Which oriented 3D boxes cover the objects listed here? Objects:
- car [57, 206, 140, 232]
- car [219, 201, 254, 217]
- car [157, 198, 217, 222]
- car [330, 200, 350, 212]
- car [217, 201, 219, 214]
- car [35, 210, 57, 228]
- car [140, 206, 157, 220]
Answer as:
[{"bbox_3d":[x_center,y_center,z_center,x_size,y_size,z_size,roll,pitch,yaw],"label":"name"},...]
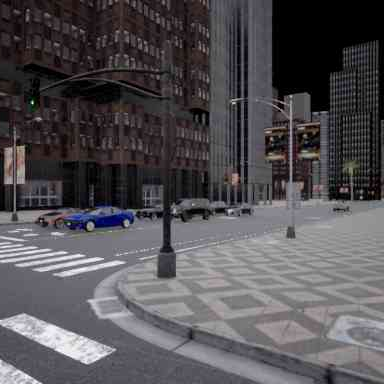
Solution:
[{"bbox_3d":[-6.095,1.717,22.365,1.882,1.535,5.008,0,-1,35],"label":"car"},{"bbox_3d":[5.610,2.026,38.945,2.128,1.511,4.902,0,-1,35],"label":"car"},{"bbox_3d":[-0.318,1.606,30.556,2.150,2.045,5.566,0,-1,35],"label":"car"},{"bbox_3d":[24.186,2.430,53.682,2.033,1.411,5.357,0,-1,34],"label":"car"},{"bbox_3d":[2.540,1.872,40.237,2.097,1.767,4.553,0,-1,35],"label":"car"},{"bbox_3d":[-8.959,1.794,23.938,1.994,1.385,4.181,0,-1,36],"label":"car"},{"bbox_3d":[-3.286,1.974,31.988,1.895,1.301,4.718,0,-1,35],"label":"car"}]
